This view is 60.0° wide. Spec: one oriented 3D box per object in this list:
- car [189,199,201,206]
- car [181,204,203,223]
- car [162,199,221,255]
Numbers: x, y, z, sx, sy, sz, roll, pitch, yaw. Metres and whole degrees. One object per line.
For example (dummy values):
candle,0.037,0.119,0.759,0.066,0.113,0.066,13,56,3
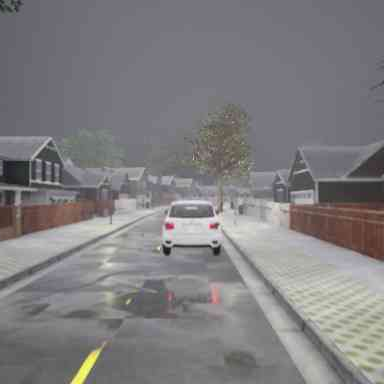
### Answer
car,0.618,2.276,72.071,1.994,1.385,4.181,0,-1,9
car,-0.011,1.810,29.403,1.812,1.442,4.674,0,0,0
car,-0.009,1.352,14.022,2.150,2.045,5.566,0,0,0
